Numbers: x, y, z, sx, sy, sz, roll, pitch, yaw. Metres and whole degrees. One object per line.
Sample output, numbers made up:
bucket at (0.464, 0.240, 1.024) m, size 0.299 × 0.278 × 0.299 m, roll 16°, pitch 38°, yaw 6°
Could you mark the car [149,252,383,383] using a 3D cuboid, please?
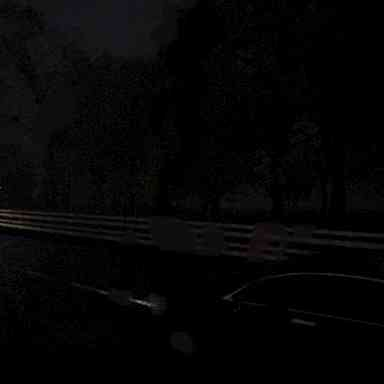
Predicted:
car at (1.643, 1.508, 3.983) m, size 4.892 × 1.490 × 1.837 m, roll 0°, pitch 0°, yaw 36°
